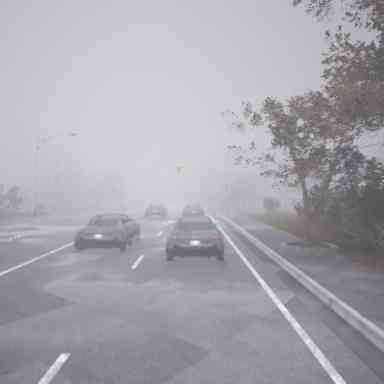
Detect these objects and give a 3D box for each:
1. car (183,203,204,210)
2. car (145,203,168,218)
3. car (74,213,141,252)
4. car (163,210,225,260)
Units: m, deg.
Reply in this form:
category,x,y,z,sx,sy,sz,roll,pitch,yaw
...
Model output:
category,x,y,z,sx,sy,sz,roll,pitch,yaw
car,0.113,1.674,29.982,1.994,1.385,4.181,0,-1,0
car,-3.386,1.725,32.259,1.994,1.385,4.181,0,-1,0
car,-3.394,1.572,14.046,1.994,1.385,4.181,0,0,0
car,0.105,1.571,12.497,1.994,1.385,4.181,0,0,0
